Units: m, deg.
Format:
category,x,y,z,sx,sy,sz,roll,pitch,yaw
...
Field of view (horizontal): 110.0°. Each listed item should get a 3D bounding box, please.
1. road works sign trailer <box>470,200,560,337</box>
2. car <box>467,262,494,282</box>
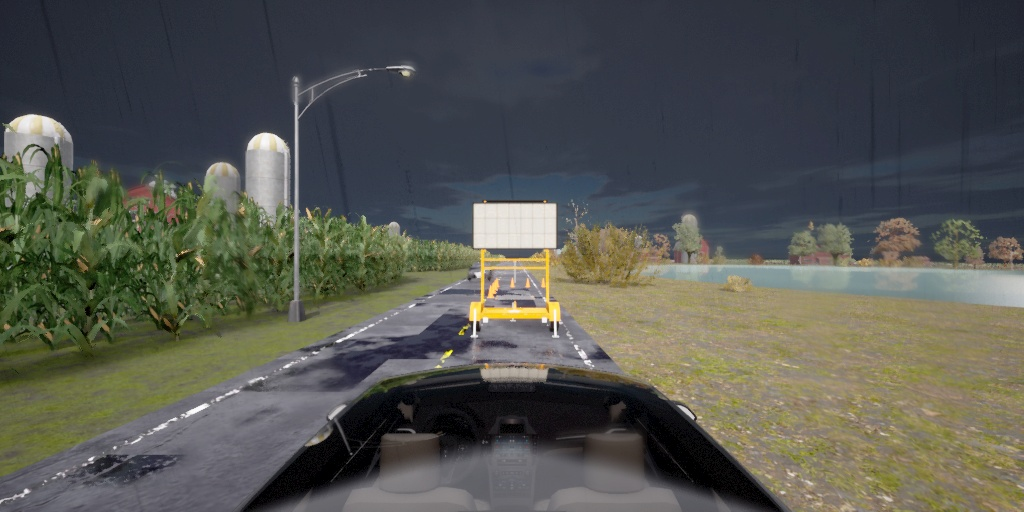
category,x,y,z,sx,sy,sz,roll,pitch,yaw
road works sign trailer,0.084,0.217,10.232,2.380,3.560,2.880,0,0,1
car,-2.499,1.266,29.470,2.128,1.511,4.902,0,0,0
